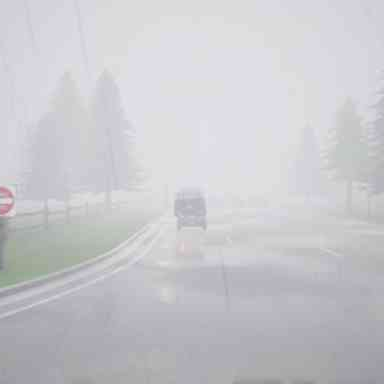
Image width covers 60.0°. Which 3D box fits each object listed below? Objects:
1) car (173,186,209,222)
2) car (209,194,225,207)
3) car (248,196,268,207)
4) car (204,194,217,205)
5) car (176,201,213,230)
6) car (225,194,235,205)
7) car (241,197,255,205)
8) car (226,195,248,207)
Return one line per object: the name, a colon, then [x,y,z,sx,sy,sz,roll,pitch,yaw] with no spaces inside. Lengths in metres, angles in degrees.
car: [-0.088,0.379,20.788,1.882,1.535,5.008,-4,7,2]
car: [3.502,1.459,52.530,2.097,1.767,4.553,0,0,0]
car: [10.502,1.458,52.530,2.097,1.767,4.553,0,0,0]
car: [3.503,1.345,62.593,2.150,2.045,5.566,0,0,0]
car: [-0.001,1.590,21.517,2.128,1.511,4.902,0,1,0]
car: [7.003,1.344,62.593,2.150,2.045,5.566,0,0,0]
car: [10.503,1.633,62.562,1.837,1.490,4.892,0,0,0]
car: [7.002,1.597,52.143,2.128,1.511,4.902,0,0,0]
